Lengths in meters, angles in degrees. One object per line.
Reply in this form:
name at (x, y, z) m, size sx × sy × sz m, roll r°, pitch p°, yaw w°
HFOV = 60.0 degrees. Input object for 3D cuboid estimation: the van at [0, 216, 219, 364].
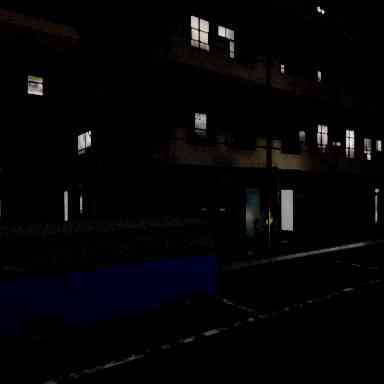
van at (-1.431, 1.341, 5.550) m, size 3.998 × 1.788 × 1.690 m, roll 0°, pitch 0°, yaw -35°
